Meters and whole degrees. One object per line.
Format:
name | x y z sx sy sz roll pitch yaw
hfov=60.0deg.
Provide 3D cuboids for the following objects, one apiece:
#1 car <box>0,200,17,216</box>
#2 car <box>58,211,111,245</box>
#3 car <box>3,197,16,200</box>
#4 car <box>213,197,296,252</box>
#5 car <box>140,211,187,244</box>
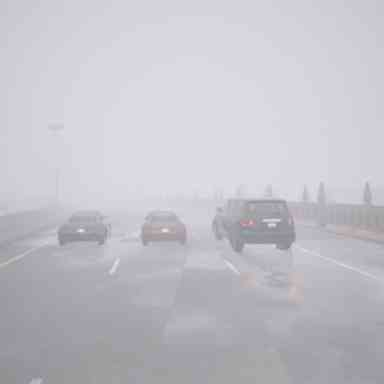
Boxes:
car | -14.091 1.577 23.827 1.812 1.442 4.674 0 0 -16
car | -4.992 1.592 15.886 1.994 1.385 4.181 0 0 -10
car | -32.745 1.648 59.619 1.812 1.442 4.674 0 0 -39
car | 2.398 1.237 14.157 2.150 2.045 5.566 0 0 -8
car | -1.455 1.587 15.941 1.994 1.385 4.181 0 0 -9
